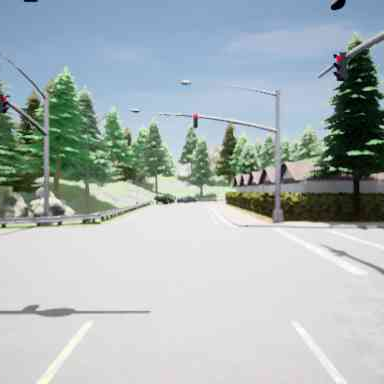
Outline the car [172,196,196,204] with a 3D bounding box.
[{"bbox_3d":[-1.004,1.320,60.042,1.994,1.385,4.181,0,0,36],"label":"car"}]
